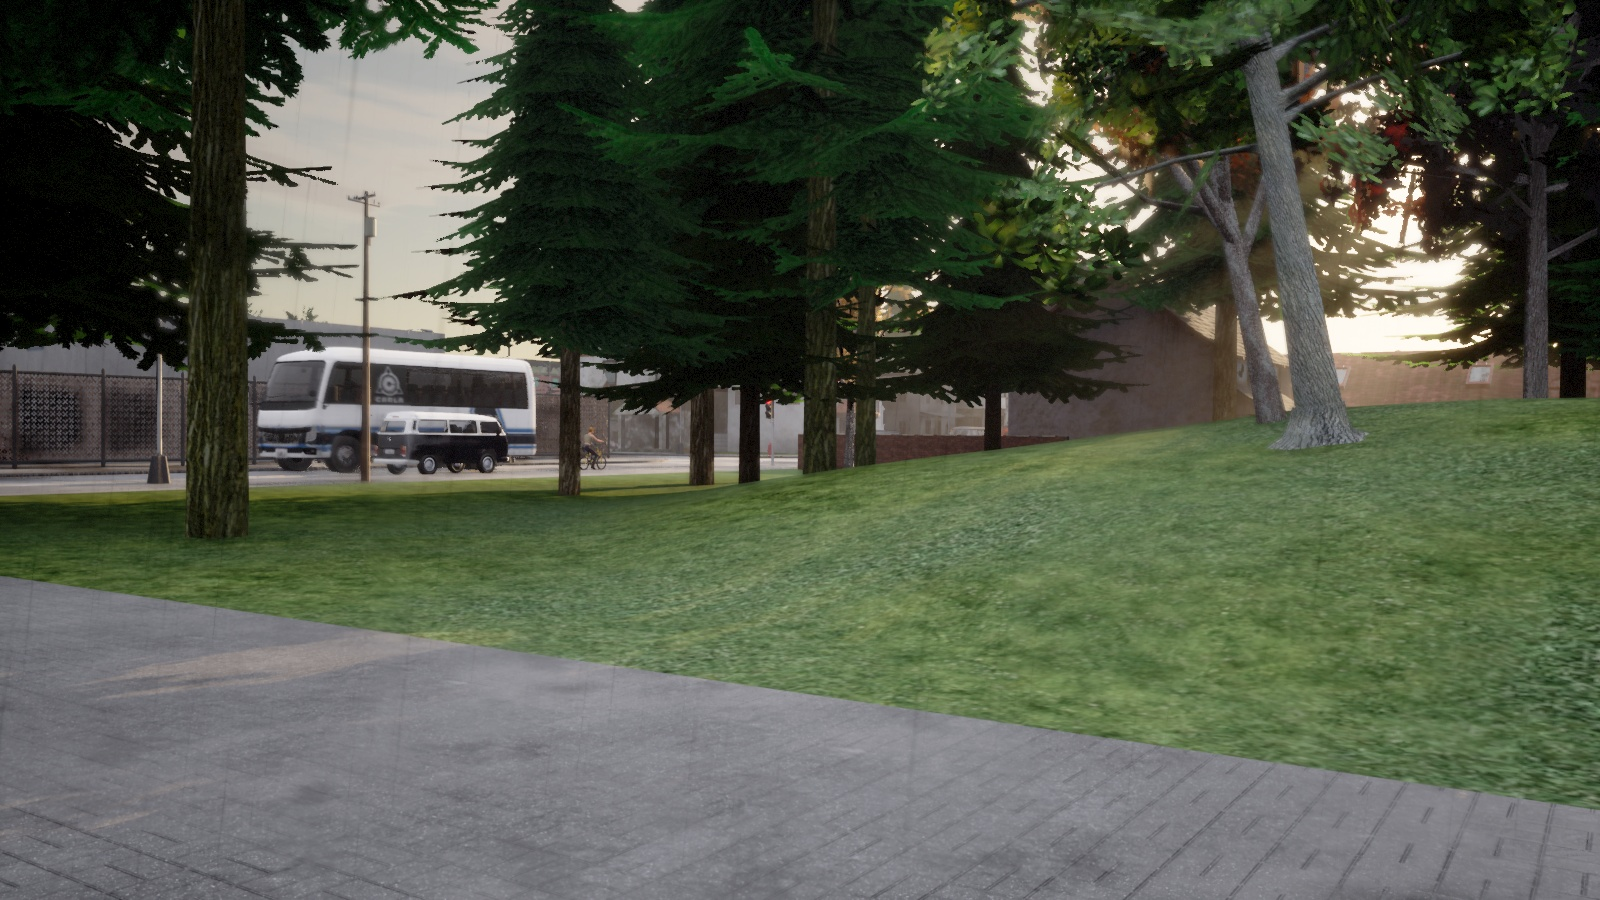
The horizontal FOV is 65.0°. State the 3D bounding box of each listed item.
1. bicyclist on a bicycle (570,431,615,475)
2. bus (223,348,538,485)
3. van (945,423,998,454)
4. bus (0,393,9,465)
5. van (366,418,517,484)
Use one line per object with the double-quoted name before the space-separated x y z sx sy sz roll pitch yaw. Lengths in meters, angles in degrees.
"bicyclist on a bicycle" -7.791 0.093 47.229 0.866 1.612 1.509 0 1 33
"bus" -14.449 -1.122 44.464 3.944 4.253 10.273 0 1 34
"van" 11.444 -0.760 83.486 1.775 1.987 4.442 0 1 33
"bus" -51.309 -1.153 71.100 3.944 4.253 10.273 0 1 37
"van" -11.720 -0.004 41.329 2.069 2.038 4.480 0 1 34
